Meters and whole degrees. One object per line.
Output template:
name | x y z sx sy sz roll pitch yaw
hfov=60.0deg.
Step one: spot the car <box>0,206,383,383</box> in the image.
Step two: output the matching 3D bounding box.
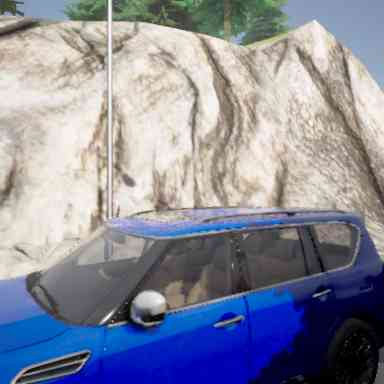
car | -0.157 1.221 3.545 5.566 2.045 2.150 0 0 -32
